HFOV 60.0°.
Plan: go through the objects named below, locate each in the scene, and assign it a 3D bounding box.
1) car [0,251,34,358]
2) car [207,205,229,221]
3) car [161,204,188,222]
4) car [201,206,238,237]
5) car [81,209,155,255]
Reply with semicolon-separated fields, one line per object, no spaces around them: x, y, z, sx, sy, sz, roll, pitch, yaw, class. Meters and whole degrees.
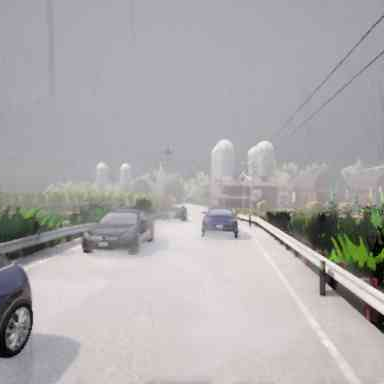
-3.464;1.291;2.945;2.097;1.767;4.553;1;0;5;car
2.678;2.212;34.958;2.128;1.511;4.902;1;-4;3;car
-1.399;1.714;27.984;2.128;1.511;4.902;1;-3;4;car
1.508;1.504;17.950;1.812;1.442;4.674;1;-1;5;car
-2.634;1.411;12.963;1.812;1.442;4.674;1;0;5;car
